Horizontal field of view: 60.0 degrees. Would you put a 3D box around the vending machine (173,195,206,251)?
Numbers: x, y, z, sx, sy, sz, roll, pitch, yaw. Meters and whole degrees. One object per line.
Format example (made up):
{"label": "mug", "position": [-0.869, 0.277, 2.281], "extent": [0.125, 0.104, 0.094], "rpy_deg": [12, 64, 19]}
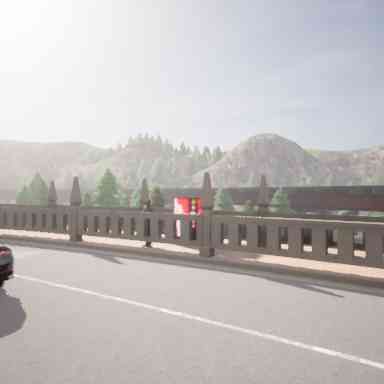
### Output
{"label": "vending machine", "position": [-0.087, 1.193, 13.289], "extent": [0.880, 2.100, 1.100], "rpy_deg": [0, 0, 31]}

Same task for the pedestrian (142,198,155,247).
{"label": "pedestrian", "position": [-1.675, 1.139, 12.531], "extent": [0.375, 1.860, 0.375], "rpy_deg": [0, 0, 31]}

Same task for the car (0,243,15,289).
{"label": "car", "position": [-6.116, 1.488, 7.590], "extent": [4.902, 1.511, 2.128], "rpy_deg": [0, 0, 31]}
